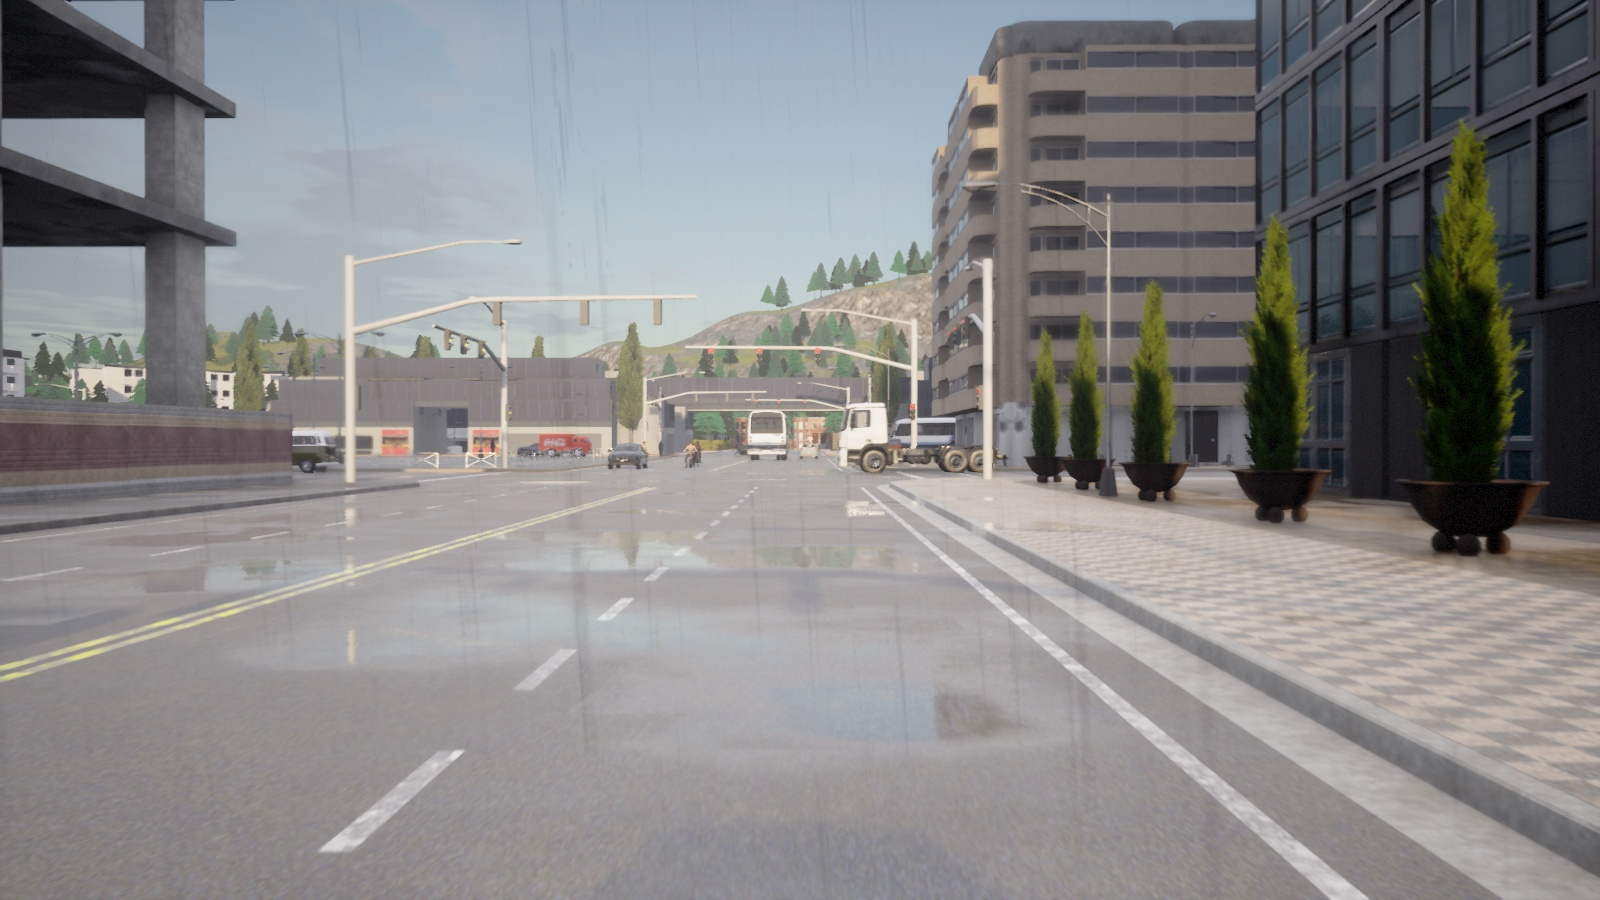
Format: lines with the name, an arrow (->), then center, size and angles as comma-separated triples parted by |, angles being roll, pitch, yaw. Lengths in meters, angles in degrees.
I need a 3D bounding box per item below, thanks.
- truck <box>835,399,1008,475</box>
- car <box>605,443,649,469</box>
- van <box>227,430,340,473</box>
truck -> 5.712, -0.609, 59.947 | 7.936, 3.462, 2.891 | 0, 0, -1
car -> -9.996, 0.332, 72.937 | 1.837, 1.490, 4.892 | 0, 0, 0
van -> -24.495, 0.058, 59.671 | 4.480, 2.038, 2.069 | 0, 0, 0
